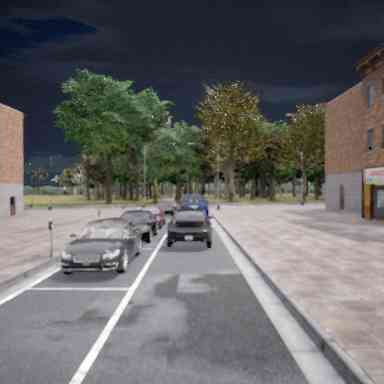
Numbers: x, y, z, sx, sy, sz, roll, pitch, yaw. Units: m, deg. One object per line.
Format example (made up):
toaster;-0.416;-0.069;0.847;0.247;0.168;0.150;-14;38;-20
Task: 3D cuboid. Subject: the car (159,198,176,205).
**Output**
car;-2.611;1.549;32.199;1.947;1.339;4.313;-1;0;0

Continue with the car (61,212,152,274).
car;-2.635;1.544;10.459;2.008;1.369;4.403;-1;0;0

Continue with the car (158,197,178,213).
car;-2.607;1.422;37.634;1.967;1.590;4.097;-1;0;0

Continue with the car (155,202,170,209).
car;-2.623;1.570;21.329;1.802;1.307;4.206;-1;0;0

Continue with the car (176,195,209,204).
car;0.126;1.210;25.421;2.150;2.045;5.566;0;0;0

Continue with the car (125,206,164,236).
car;-2.629;1.556;15.894;1.947;1.339;4.313;-1;0;0

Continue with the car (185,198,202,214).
car;0.097;1.487;36.863;1.837;1.490;4.892;0;0;-1

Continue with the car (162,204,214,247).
car;-0.069;1.495;15.037;1.837;1.490;4.892;0;0;1
